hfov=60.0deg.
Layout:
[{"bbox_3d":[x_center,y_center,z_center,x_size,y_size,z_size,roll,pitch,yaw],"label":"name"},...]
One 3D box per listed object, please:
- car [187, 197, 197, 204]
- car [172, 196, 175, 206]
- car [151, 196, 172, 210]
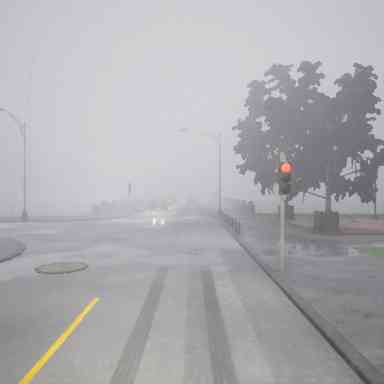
[{"bbox_3d":[0.054,1.547,61.659,2.033,1.411,5.357,0,0,0],"label":"car"},{"bbox_3d":[-4.048,1.477,51.771,1.882,1.535,5.008,0,0,0],"label":"car"},{"bbox_3d":[-4.063,1.491,42.224,2.128,1.511,4.902,0,0,0],"label":"car"}]
